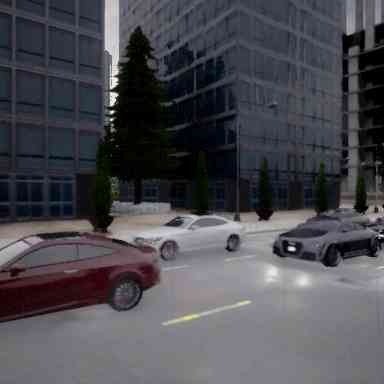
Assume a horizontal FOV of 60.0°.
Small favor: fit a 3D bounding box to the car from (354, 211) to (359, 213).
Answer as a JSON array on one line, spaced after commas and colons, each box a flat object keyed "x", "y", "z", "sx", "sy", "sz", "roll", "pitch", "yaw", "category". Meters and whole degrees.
[{"x": 9.454, "y": 1.634, "z": 14.913, "sx": 4.181, "sy": 1.385, "sz": 1.994, "roll": 0, "pitch": 0, "yaw": -36, "category": "car"}]

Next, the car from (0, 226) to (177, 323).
[{"x": -2.798, "y": 1.531, "z": 6.271, "sx": 4.674, "sy": 1.442, "sz": 1.812, "roll": 0, "pitch": 0, "yaw": -35, "category": "car"}]

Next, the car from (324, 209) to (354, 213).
[{"x": 8.045, "y": 1.638, "z": 18.208, "sx": 4.181, "sy": 1.385, "sz": 1.994, "roll": 0, "pitch": 0, "yaw": -36, "category": "car"}]

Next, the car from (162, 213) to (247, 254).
[{"x": 0.031, "y": 1.557, "z": 12.562, "sx": 4.674, "sy": 1.442, "sz": 1.812, "roll": 0, "pitch": 0, "yaw": -35, "category": "car"}]

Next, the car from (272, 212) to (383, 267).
[{"x": 4.761, "y": 1.609, "z": 11.608, "sx": 4.181, "sy": 1.385, "sz": 1.994, "roll": 0, "pitch": 0, "yaw": -35, "category": "car"}]
